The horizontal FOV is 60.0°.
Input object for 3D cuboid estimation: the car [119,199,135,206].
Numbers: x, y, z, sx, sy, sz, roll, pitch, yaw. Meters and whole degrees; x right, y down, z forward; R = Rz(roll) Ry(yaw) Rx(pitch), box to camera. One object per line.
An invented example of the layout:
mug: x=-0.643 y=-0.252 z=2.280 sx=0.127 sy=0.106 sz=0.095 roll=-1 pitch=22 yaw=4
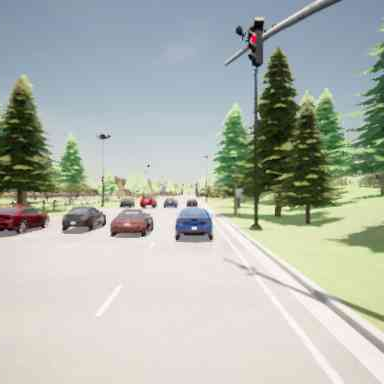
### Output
car: x=-10.475 y=1.835 z=53.928 sx=1.837 sy=1.490 sz=4.892 roll=0 pitch=0 yaw=0

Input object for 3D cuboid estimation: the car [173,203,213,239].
car: x=0.108 y=1.589 z=18.182 sx=1.882 sy=1.535 sz=5.008 roll=0 pitch=0 yaw=0

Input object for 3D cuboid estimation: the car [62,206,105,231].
car: x=-6.904 y=1.658 z=21.602 sx=1.812 sy=1.442 sz=4.674 roll=0 pitch=0 yaw=0

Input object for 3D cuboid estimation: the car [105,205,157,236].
car: x=-3.390 y=1.683 z=19.364 sx=1.994 sy=1.385 sz=4.181 roll=0 pitch=0 yaw=0

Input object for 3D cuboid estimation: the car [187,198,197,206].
car: x=0.029 y=1.957 z=64.342 sx=1.994 sy=1.385 sz=4.181 roll=0 pitch=0 yaw=0

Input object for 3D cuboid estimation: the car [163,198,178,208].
car: x=-3.475 y=1.683 z=54.279 sx=2.097 sy=1.767 sz=4.553 roll=0 pitch=0 yaw=0

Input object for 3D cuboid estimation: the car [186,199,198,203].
car: x=0.025 y=1.807 z=53.923 sx=1.882 sy=1.535 sz=5.008 roll=0 pitch=0 yaw=0

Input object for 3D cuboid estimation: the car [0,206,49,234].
car: x=-10.391 y=1.601 z=20.005 sx=1.882 sy=1.535 sz=5.008 roll=0 pitch=0 yaw=0

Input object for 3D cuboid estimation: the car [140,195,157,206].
car: x=-6.975 y=1.551 z=53.958 sx=2.150 sy=2.045 sz=5.566 roll=0 pitch=0 yaw=0
